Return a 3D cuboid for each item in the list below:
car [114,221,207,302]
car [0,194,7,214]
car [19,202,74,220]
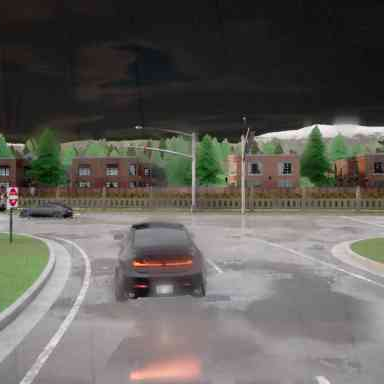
[{"bbox_3d":[-0.885,1.505,8.386,1.837,1.490,4.892,0,0,-9],"label":"car"},{"bbox_3d":[-20.987,1.221,32.294,5.566,2.045,2.150,0,0,6],"label":"car"},{"bbox_3d":[-12.121,1.564,27.844,4.181,1.385,1.994,0,0,6],"label":"car"}]
